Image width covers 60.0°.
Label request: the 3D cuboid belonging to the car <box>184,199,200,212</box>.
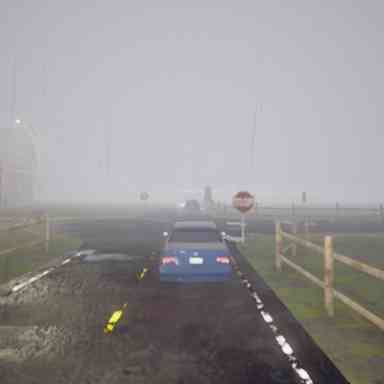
[{"bbox_3d":[0.015,1.643,42.309,1.882,1.535,5.008,0,0,0],"label":"car"}]

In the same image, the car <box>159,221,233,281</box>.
[{"bbox_3d":[0.083,1.584,9.910,2.033,1.411,5.357,0,0,0],"label":"car"}]
